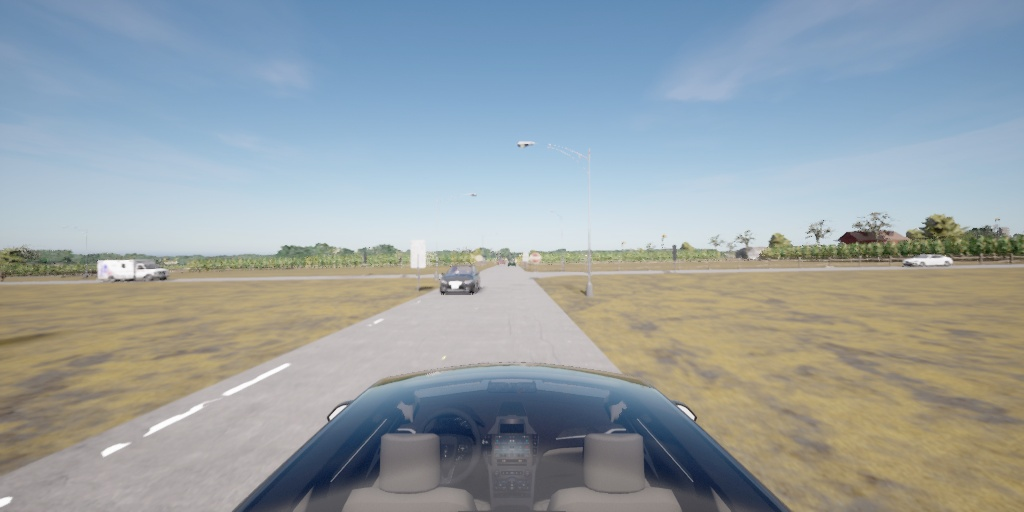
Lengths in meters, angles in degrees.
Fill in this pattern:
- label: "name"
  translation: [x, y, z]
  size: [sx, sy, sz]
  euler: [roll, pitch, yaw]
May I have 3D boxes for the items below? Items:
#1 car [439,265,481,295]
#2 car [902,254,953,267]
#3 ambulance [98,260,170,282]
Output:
- label: "car"
  translation: [-2.826, 1.287, 20.339]
  size: [2.128, 1.511, 4.902]
  euler: [0, 0, 0]
- label: "car"
  translation: [49.122, 0.548, 42.418]
  size: [4.674, 1.442, 1.812]
  euler: [-1, 0, 0]
- label: "ambulance"
  translation: [-42.196, 1.648, 40.133]
  size: [6.366, 2.431, 2.351]
  euler: [-1, 0, 0]
